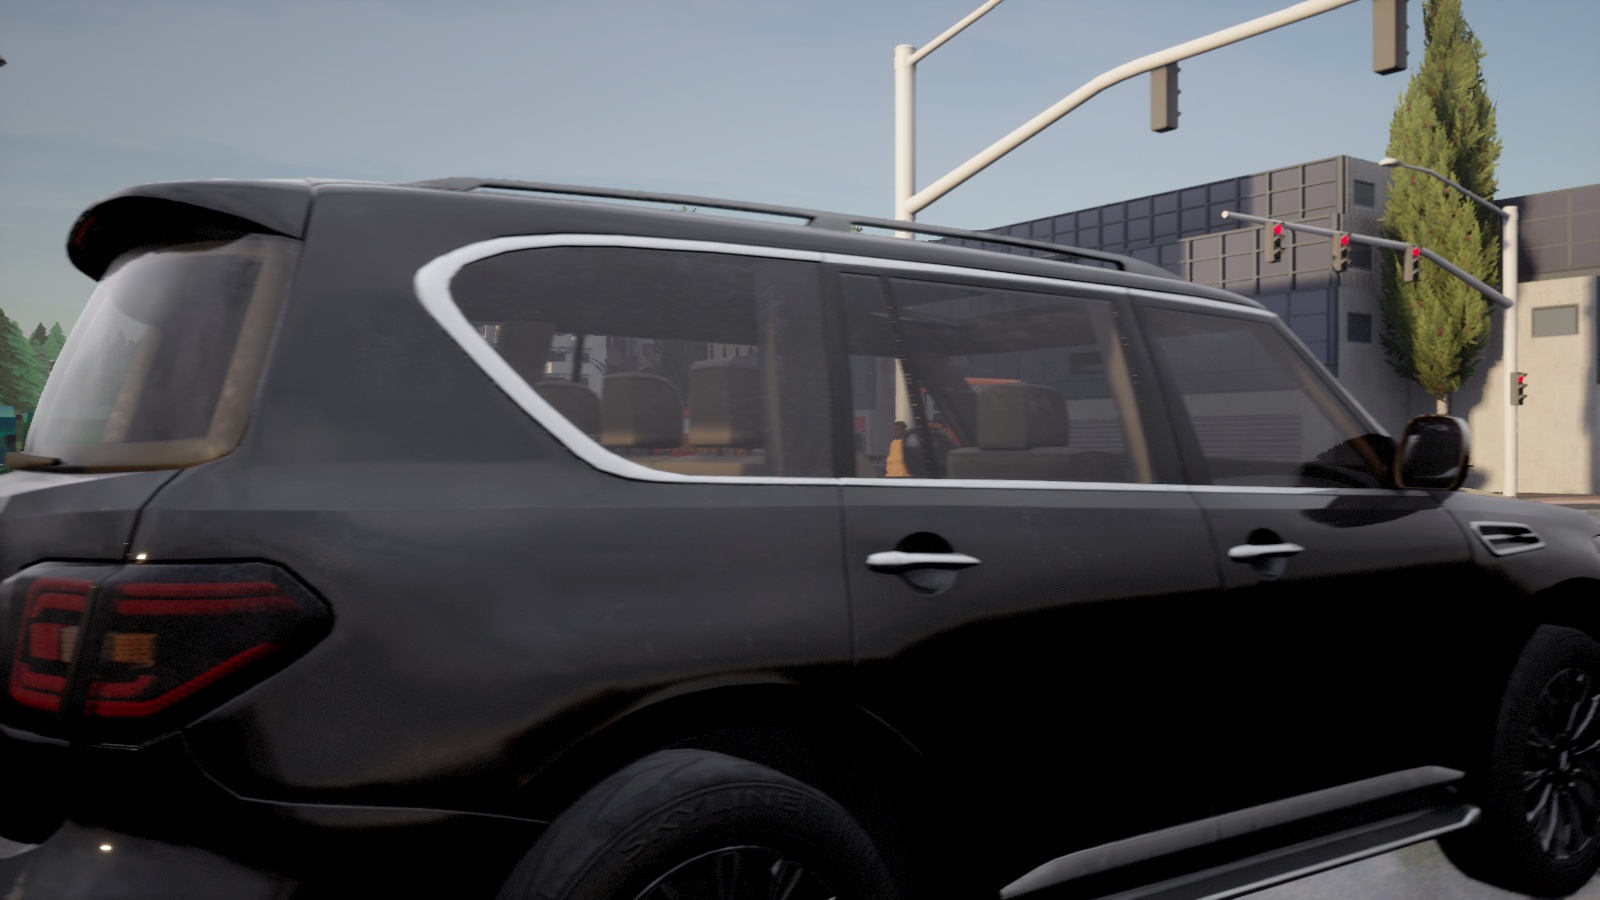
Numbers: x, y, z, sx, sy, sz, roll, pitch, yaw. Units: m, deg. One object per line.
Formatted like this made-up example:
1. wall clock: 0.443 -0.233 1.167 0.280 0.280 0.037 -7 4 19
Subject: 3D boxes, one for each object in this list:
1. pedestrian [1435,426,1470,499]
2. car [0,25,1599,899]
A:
1. pedestrian: 17.067 0.310 32.845 0.849 1.883 0.563 0 0 -43
2. car: 0.455 0.462 3.976 5.566 2.045 2.150 0 0 -35
